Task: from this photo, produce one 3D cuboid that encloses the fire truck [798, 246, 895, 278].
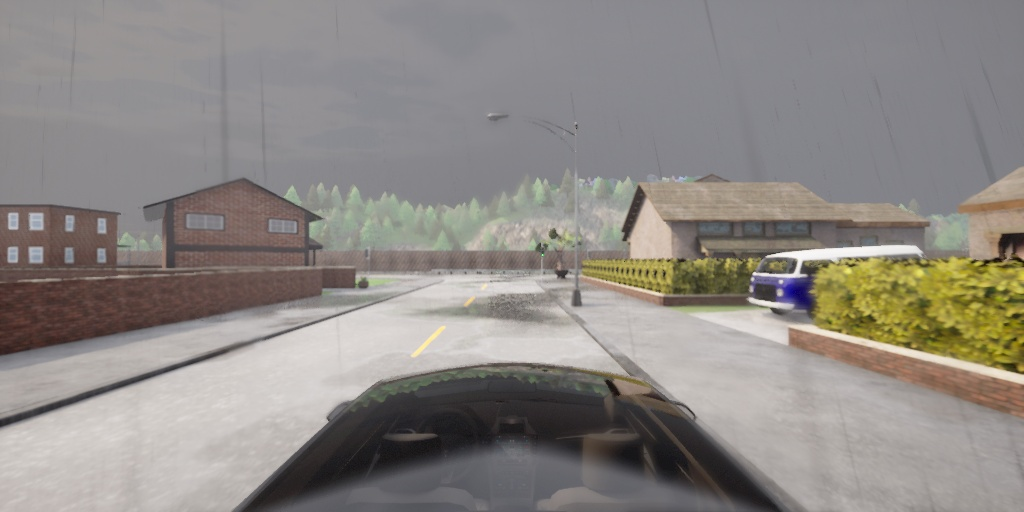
[{"bbox_3d":[40.784,0.410,43.927,8.468,3.827,2.891,0,-1,0],"label":"fire truck"}]
